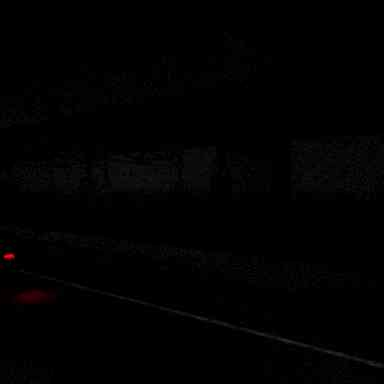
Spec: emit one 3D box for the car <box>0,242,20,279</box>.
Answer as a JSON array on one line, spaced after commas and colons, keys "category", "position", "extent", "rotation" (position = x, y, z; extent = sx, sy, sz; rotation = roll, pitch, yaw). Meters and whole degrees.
[{"category": "car", "position": [-6.630, 1.563, 8.721], "extent": [5.357, 1.411, 2.033], "rotation": [0, 0, 35]}]
